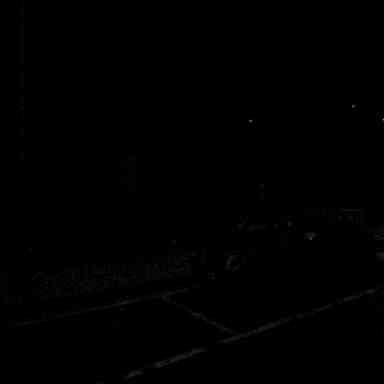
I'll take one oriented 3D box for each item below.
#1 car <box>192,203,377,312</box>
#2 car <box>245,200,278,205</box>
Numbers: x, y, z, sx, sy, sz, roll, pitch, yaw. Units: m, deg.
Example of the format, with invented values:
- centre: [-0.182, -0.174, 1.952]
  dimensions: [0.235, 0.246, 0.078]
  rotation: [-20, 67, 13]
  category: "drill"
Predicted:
- centre: [2.417, 1.313, 7.912]
  dimensions: [5.009, 1.841, 2.192]
  rotation: [0, 0, -36]
  category: "car"
- centre: [5.741, 1.417, 28.326]
  dimensions: [1.837, 1.490, 4.892]
  rotation: [0, 0, -36]
  category: "car"
